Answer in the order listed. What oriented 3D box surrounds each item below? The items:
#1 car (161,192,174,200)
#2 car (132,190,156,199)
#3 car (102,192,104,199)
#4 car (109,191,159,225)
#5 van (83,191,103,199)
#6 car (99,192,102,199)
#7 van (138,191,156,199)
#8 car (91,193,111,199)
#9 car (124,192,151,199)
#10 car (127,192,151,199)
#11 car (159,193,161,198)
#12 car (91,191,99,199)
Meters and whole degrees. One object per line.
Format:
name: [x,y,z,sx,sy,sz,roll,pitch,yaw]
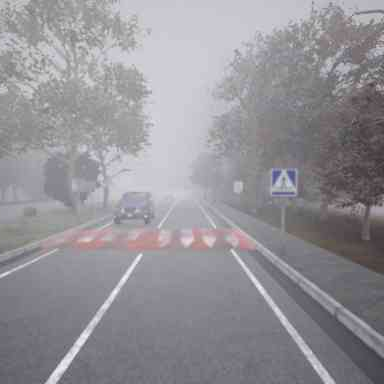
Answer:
car: [-4.386,0.792,63.333,1.812,1.442,4.674,0,0,0]
car: [-11.748,0.681,81.075,5.566,2.045,2.435,0,-1,-1]
car: [-24.851,0.949,81.040,4.892,1.521,2.231,0,-1,-1]
car: [-3.687,0.958,22.202,2.150,2.045,5.566,0,1,-1]
van: [-25.025,0.776,83.812,4.442,1.987,1.878,0,-1,-1]
car: [-24.622,0.894,78.277,5.366,1.575,1.946,0,-1,-1]
van: [-12.045,0.867,89.397,4.442,1.987,1.878,0,-1,-1]
car: [-25.055,1.161,92.118,5.008,1.535,2.097,0,-1,-1]
car: [-11.388,0.766,69.987,5.366,1.575,1.946,0,-1,-1]
car: [-11.630,0.799,72.751,4.892,1.521,2.231,0,-1,-1]
car: [-11.984,1.146,92.170,5.008,1.535,2.097,0,-1,-1]
car: [-24.785,0.599,75.510,5.566,2.045,2.435,0,-1,-1]
